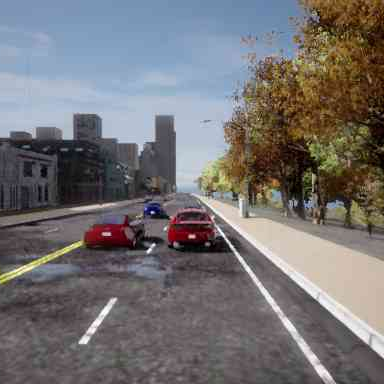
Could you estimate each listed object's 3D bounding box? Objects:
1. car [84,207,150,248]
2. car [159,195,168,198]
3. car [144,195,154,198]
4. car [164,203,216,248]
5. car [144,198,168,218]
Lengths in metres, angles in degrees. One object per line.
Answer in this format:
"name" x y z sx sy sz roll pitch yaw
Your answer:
"car" -3.249 1.567 14.651 1.994 1.385 4.181 0 0 0
"car" -6.501 1.466 75.926 1.812 1.442 4.674 0 0 0
"car" -9.750 1.481 75.927 2.033 1.411 5.357 0 0 0
"car" 0.000 1.479 14.651 1.882 1.535 5.008 0 0 0
"car" -3.250 1.525 29.651 1.812 1.442 4.674 0 0 0
